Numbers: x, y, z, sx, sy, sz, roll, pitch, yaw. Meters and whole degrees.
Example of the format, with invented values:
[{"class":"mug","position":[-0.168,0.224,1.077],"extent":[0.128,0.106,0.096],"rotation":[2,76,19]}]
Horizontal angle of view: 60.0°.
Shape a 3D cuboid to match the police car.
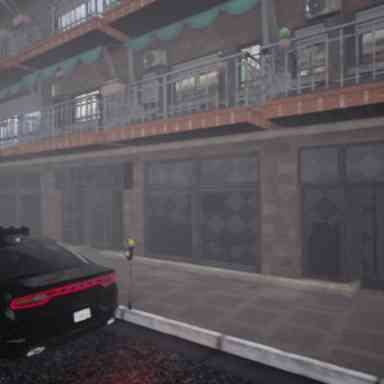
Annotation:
[{"class":"police car","position":[-3.576,1.456,5.957],"extent":[5.238,1.638,1.930],"rotation":[0,0,35]}]
